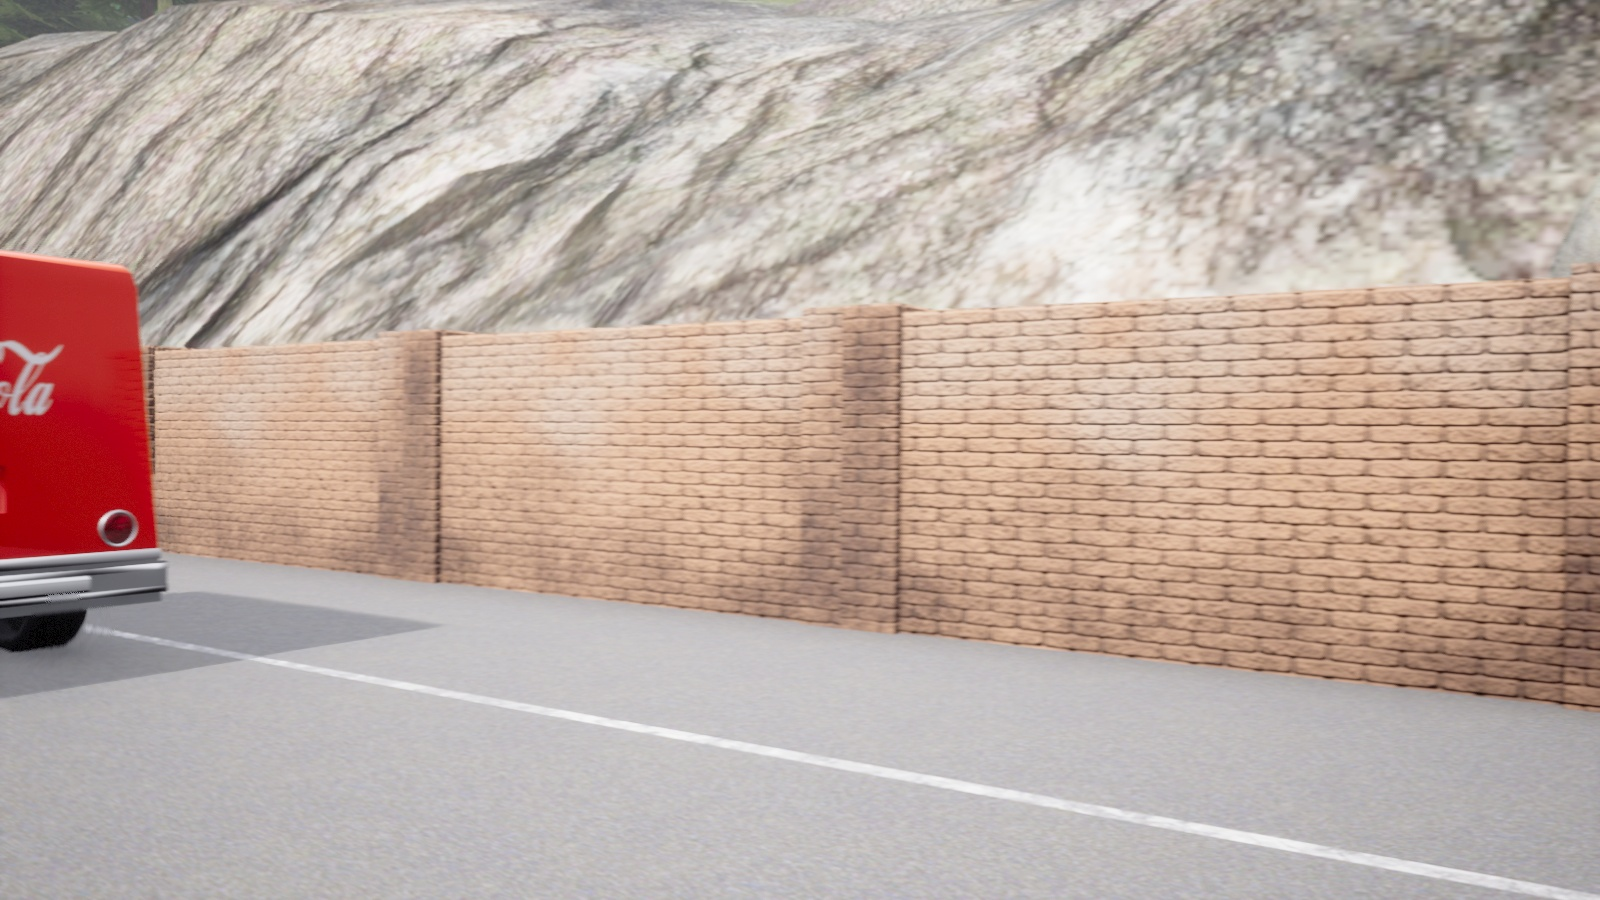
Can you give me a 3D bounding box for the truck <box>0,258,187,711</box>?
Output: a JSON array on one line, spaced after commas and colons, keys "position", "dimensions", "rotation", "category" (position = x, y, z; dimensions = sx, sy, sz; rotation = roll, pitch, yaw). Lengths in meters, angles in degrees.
[{"position": [-6.677, 0.194, 8.049], "dimensions": [5.204, 2.467, 2.627], "rotation": [0, 1, 34], "category": "truck"}]
